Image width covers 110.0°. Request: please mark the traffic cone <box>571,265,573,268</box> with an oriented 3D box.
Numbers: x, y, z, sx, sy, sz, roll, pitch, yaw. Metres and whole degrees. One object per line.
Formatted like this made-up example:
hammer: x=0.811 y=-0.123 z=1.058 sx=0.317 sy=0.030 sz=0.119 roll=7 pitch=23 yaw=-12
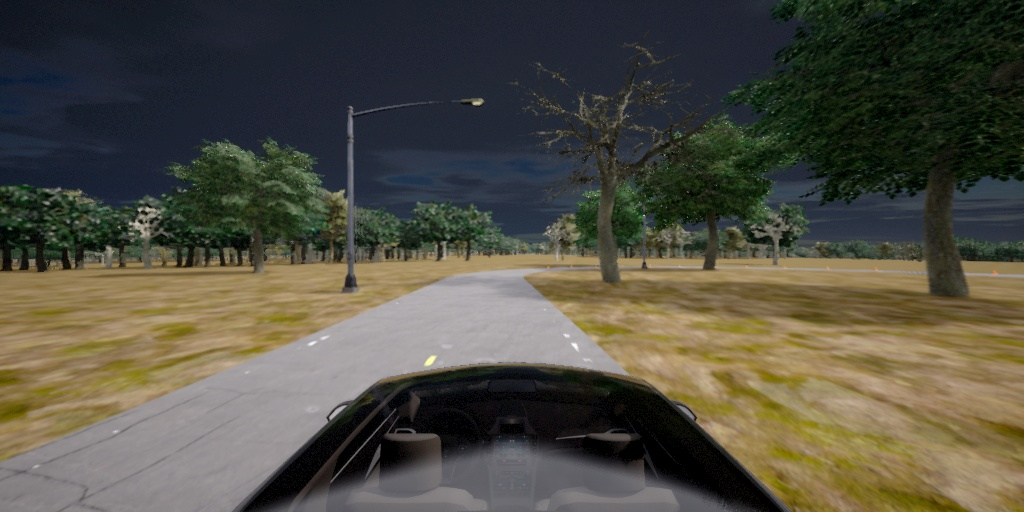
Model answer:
traffic cone: x=10.238 y=1.706 z=61.468 sx=0.340 sy=0.580 sz=0.340 roll=0 pitch=0 yaw=-33
